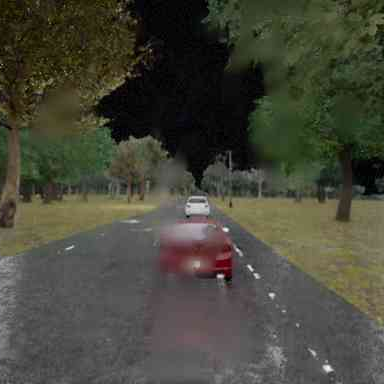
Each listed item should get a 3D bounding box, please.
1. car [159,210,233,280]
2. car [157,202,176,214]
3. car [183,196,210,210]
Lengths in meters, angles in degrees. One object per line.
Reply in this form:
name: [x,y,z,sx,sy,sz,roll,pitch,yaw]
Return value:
car: [0.135,1.560,10.231,1.882,1.535,5.008,0,0,1]
car: [-2.920,1.887,39.754,2.033,1.411,5.357,0,-1,2]
car: [0.571,1.495,32.546,2.150,2.045,5.566,0,0,2]
